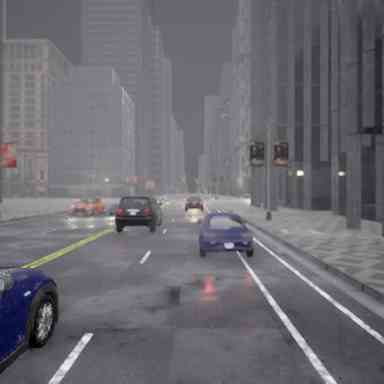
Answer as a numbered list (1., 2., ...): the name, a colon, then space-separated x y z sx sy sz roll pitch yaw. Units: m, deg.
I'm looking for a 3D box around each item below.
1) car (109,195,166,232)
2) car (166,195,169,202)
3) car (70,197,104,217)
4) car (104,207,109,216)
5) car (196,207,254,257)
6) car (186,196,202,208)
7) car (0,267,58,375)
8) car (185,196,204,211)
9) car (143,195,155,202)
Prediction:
1. car: -3.052 1.192 19.962 2.150 2.045 5.566 0 0 0
2. car: -6.024 1.410 71.298 1.812 1.442 4.674 0 0 0
3. car: -9.671 1.304 30.963 2.097 1.767 4.553 0 0 0
4. car: -6.422 1.516 30.847 1.994 1.385 4.181 0 0 0
5. car: 1.180 1.506 12.733 1.812 1.442 4.674 0 0 0
6. car: 0.308 1.415 49.106 2.128 1.511 4.902 0 0 1
7. car: -3.139 1.347 3.375 2.097 1.767 4.553 0 0 0
8. car: 0.274 1.291 38.815 2.097 1.767 4.553 0 0 1
9. car: -9.274 1.363 71.322 1.882 1.535 5.008 0 0 0
